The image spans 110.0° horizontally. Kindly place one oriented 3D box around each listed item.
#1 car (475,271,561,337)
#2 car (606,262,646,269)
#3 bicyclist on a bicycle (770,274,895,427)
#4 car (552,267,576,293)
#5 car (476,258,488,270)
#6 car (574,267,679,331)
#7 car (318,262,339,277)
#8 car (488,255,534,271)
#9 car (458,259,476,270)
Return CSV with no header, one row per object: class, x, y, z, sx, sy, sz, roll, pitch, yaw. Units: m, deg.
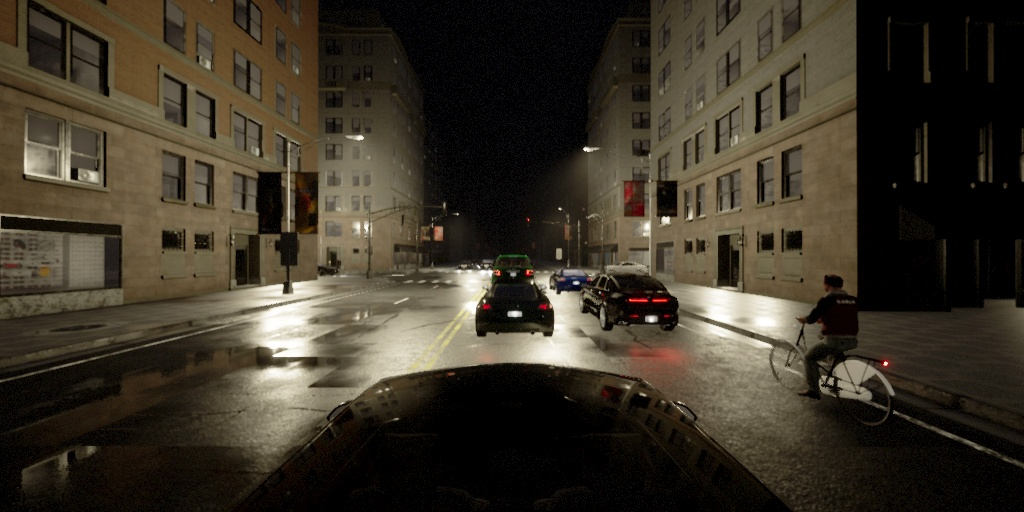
car,0.073,1.312,10.299,1.994,1.385,4.181,0,0,0
car,11.751,1.315,37.751,4.674,1.442,1.812,0,0,-2
bicyclist on a bicycle,4.135,1.120,4.824,0.659,1.776,1.843,0,0,0
car,3.198,1.312,19.867,1.994,1.385,4.181,0,0,0
car,-3.482,1.243,51.257,2.128,1.511,4.902,0,0,0
car,3.321,1.253,10.971,1.837,1.490,4.892,0,0,0
car,-19.240,1.288,34.977,4.181,1.385,1.994,0,0,0
car,0.049,0.969,19.712,2.150,2.045,5.566,0,0,0
car,-6.732,1.277,52.507,1.812,1.442,4.674,0,0,0
